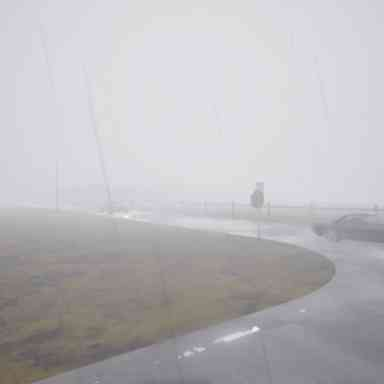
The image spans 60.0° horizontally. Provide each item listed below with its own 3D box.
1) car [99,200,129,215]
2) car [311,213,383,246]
[{"bbox_3d":[-8.342,1.601,35.425,1.994,1.385,4.181,-1,0,-36],"label":"car"},{"bbox_3d":[7.556,1.584,13.832,1.895,1.301,4.718,0,0,-36],"label":"car"}]
